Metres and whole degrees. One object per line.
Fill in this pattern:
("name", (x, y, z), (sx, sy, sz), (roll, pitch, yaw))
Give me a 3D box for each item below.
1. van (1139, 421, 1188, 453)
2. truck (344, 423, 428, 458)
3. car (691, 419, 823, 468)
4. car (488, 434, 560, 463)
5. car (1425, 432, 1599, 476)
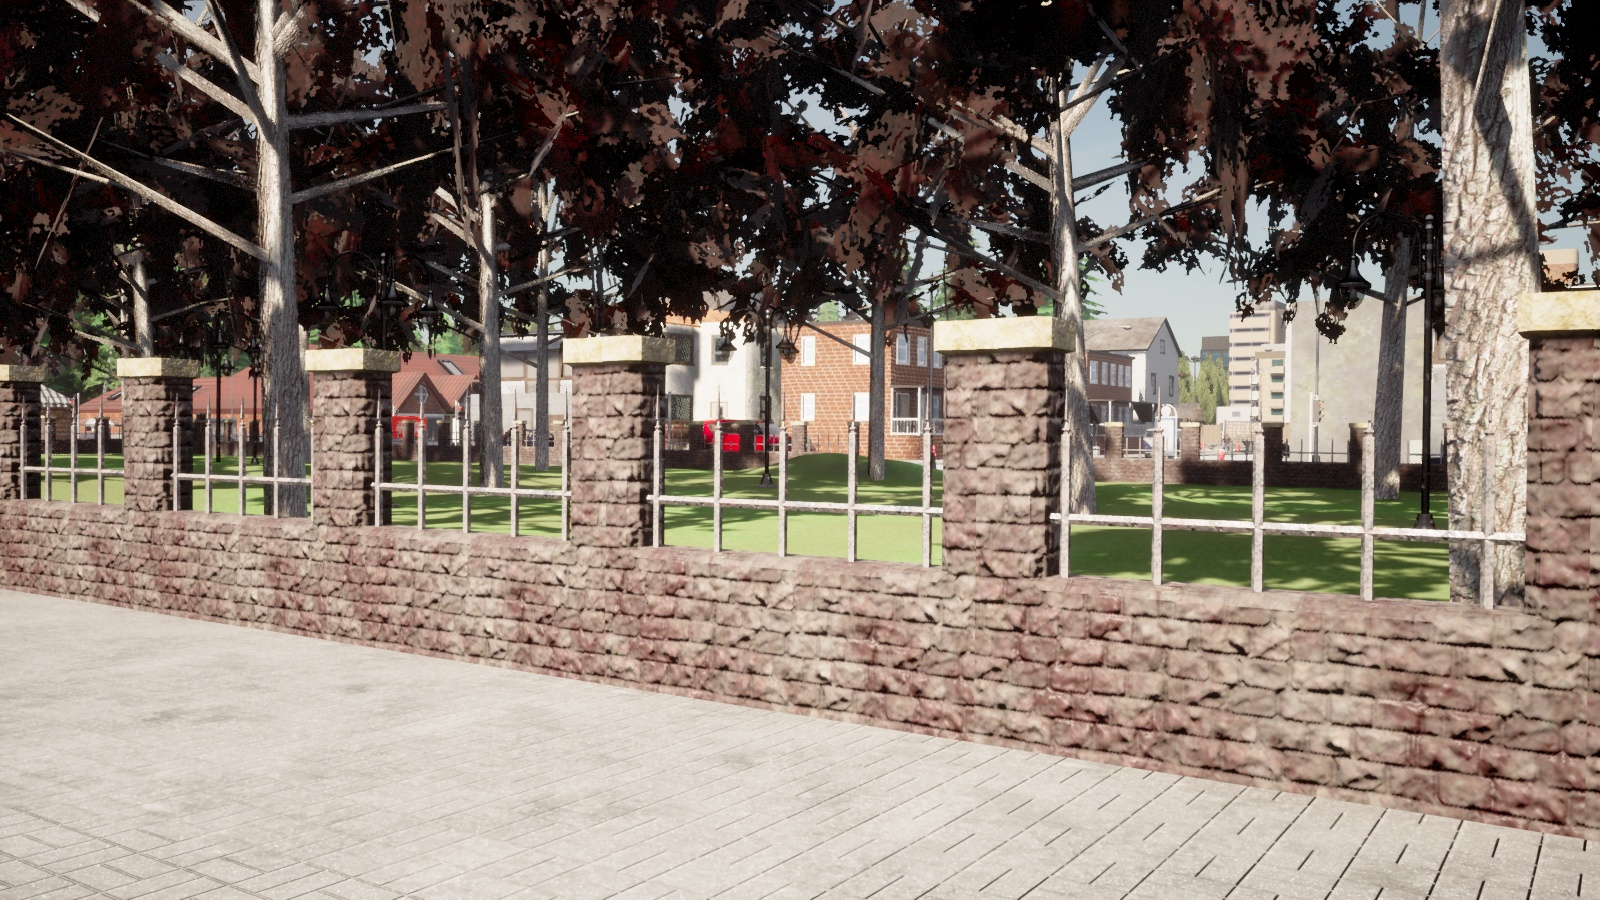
("van", (23.468, -0.833, 80.936), (1.775, 1.987, 4.442), (0, 1, 34))
("truck", (-29.656, -0.718, 90.146), (2.627, 2.467, 5.204), (0, 1, 34))
("car", (-1.937, -0.285, 55.109), (5.566, 2.045, 2.150), (0, 1, 34))
("car", (-15.112, -0.091, 68.697), (3.705, 1.549, 1.789), (0, 1, 34))
("car", (22.175, 0.098, 39.048), (4.718, 1.301, 1.895), (0, 1, 34))
